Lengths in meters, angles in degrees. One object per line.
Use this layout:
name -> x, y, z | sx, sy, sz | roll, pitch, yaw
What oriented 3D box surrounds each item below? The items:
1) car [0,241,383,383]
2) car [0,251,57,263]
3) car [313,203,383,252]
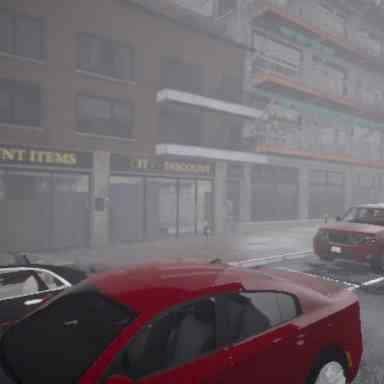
car -> -0.406, 1.478, 3.089 | 5.008, 1.535, 1.882 | 0, 0, -36
car -> -3.109, 1.551, 4.324 | 4.403, 1.369, 2.008 | 0, 1, -35
car -> 6.150, 1.316, 10.924 | 5.009, 1.841, 2.192 | 0, 1, -35
